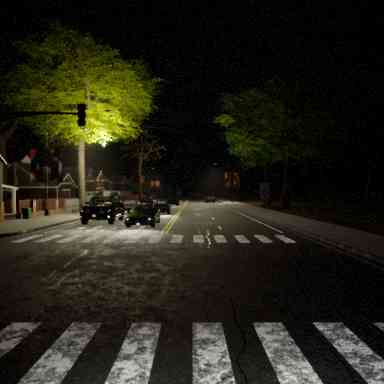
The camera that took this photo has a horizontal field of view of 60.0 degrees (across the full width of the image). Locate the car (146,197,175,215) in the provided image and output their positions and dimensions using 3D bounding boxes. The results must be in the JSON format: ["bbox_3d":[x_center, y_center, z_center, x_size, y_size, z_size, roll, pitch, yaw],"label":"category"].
[{"bbox_3d":[-3.161,1.556,33.715,1.994,1.385,4.181,0,0,1],"label":"car"}]

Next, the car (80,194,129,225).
[{"bbox_3d":[-6.473,1.214,24.663,2.150,2.045,5.566,0,0,0],"label":"car"}]

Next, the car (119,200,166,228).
[{"bbox_3d":[-3.230,1.541,22.649,2.033,1.411,5.357,0,0,0],"label":"car"}]

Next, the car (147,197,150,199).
[{"bbox_3d":[-6.339,1.486,45.466,2.128,1.511,4.902,0,0,0],"label":"car"}]

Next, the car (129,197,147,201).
[{"bbox_3d":[-6.409,1.540,35.116,2.033,1.411,5.357,0,0,0],"label":"car"}]

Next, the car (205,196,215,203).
[{"bbox_3d":[3.715,1.506,67.605,1.837,1.490,4.892,0,0,1],"label":"car"}]

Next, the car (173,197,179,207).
[{"bbox_3d":[-3.011,1.544,53.012,2.033,1.411,5.357,0,0,1],"label":"car"}]
